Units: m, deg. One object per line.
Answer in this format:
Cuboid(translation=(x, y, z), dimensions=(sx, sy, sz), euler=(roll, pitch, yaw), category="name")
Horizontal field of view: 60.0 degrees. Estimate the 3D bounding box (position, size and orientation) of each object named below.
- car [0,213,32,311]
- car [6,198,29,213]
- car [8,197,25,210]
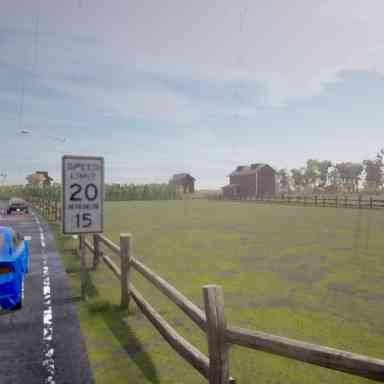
Cuboid(translation=(-4.719, 1.479, 7.375), dimensions=(1.882, 1.535, 5.008), euler=(0, 0, -24), category="car")
Cuboid(translation=(-18.395, 1.509, 35.178), dimensions=(1.837, 1.490, 4.892), euler=(0, 0, -28), category="car")
Cuboid(translation=(-23.341, 1.505, 44.069), dimensions=(1.837, 1.490, 4.892), euler=(0, 0, -30), category="car")
